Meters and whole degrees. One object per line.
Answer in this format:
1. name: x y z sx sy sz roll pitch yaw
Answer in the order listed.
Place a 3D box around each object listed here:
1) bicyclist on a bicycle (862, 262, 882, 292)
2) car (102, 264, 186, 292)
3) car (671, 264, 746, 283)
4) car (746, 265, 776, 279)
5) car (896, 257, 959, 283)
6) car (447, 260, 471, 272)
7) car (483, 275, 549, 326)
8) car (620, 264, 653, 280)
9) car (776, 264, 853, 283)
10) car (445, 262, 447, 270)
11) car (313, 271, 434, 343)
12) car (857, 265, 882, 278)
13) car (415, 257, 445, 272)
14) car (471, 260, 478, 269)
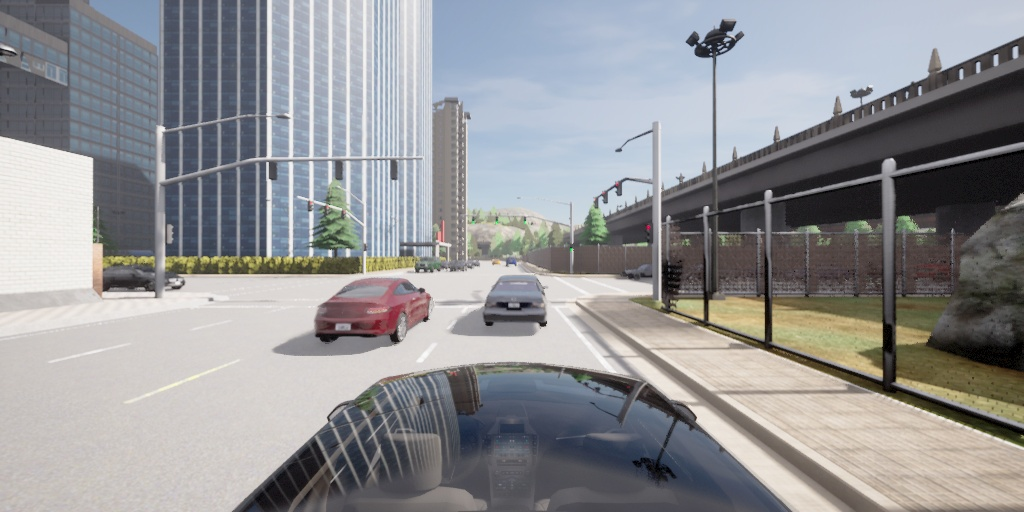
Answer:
1. bicyclist on a bicycle: 18.260 1.149 18.094 0.582 1.620 1.656 0 0 0
2. car: -22.591 1.385 21.710 4.674 1.442 1.812 0 0 0
3. car: 15.654 1.369 29.065 4.902 1.511 2.128 0 0 0
4. car: 22.299 1.488 32.594 4.718 1.301 1.895 0 0 0
5. car: 35.223 1.099 29.144 5.566 2.045 2.150 0 0 -1
6. car: -7.210 1.381 48.924 1.837 1.490 4.892 0 0 0
7. car: 0.224 1.324 11.765 2.033 1.411 5.357 0 0 4
8. car: 12.709 1.434 32.551 5.357 1.411 2.033 0 0 0
9. car: 24.610 1.403 29.095 4.674 1.442 1.812 0 0 0
10. car: -10.720 1.443 56.217 2.033 1.411 5.357 0 0 0
11. car: -3.443 1.297 9.625 1.812 1.442 4.674 0 0 0
12. car: 32.226 1.488 32.631 4.718 1.301 1.895 0 0 0
13. car: -10.661 1.090 46.032 2.150 2.045 5.566 0 0 4
14. car: -7.218 1.392 58.135 2.128 1.511 4.902 0 0 0
